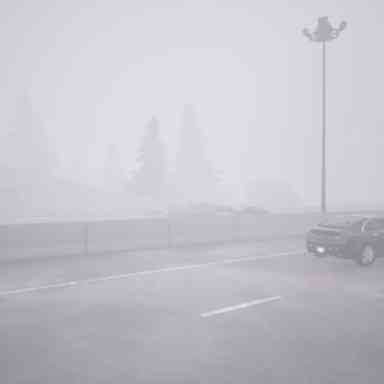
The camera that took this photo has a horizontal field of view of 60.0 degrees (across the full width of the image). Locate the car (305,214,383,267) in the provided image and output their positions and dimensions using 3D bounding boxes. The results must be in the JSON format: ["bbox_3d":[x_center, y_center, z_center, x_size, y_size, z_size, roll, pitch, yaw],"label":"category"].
[{"bbox_3d":[6.088,1.549,11.579,4.892,1.490,1.837,0,0,-30],"label":"car"}]

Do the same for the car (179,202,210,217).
[{"bbox_3d":[1.753,1.649,25.450,4.718,1.301,1.895,0,0,-29],"label":"car"}]

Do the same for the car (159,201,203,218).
[{"bbox_3d":[0.047,1.538,28.505,4.902,1.511,2.128,0,0,-29],"label":"car"}]

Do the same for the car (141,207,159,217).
[{"bbox_3d":[-2.325,1.641,31.190,4.718,1.301,1.895,0,0,-29],"label":"car"}]

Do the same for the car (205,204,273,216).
[{"bbox_3d":[3.561,1.652,22.451,4.718,1.301,1.895,0,0,-29],"label":"car"}]
